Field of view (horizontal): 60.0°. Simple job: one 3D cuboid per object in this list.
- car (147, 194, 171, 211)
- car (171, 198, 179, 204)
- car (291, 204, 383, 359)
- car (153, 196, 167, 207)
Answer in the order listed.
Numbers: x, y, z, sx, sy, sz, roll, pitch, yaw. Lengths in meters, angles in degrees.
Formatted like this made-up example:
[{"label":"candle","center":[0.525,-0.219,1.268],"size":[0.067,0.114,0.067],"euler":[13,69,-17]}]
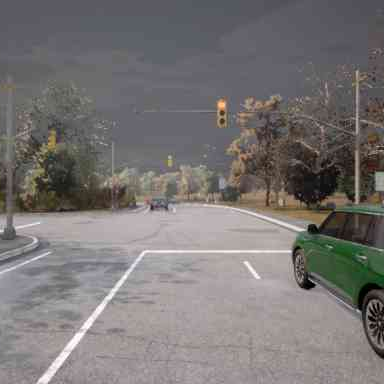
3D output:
[{"label":"car","center":[-4.123,1.287,42.359],"size":[2.150,2.045,5.566],"euler":[0,-1,-4]},{"label":"car","center":[-4.656,2.359,82.987],"size":[2.128,1.511,4.902],"euler":[0,-1,-22]},{"label":"car","center":[3.582,1.221,6.066],"size":[2.150,2.045,5.566],"euler":[0,0,0]},{"label":"car","center":[-5.719,1.684,58.874],"size":[2.097,1.767,4.553],"euler":[0,-1,-9]}]
